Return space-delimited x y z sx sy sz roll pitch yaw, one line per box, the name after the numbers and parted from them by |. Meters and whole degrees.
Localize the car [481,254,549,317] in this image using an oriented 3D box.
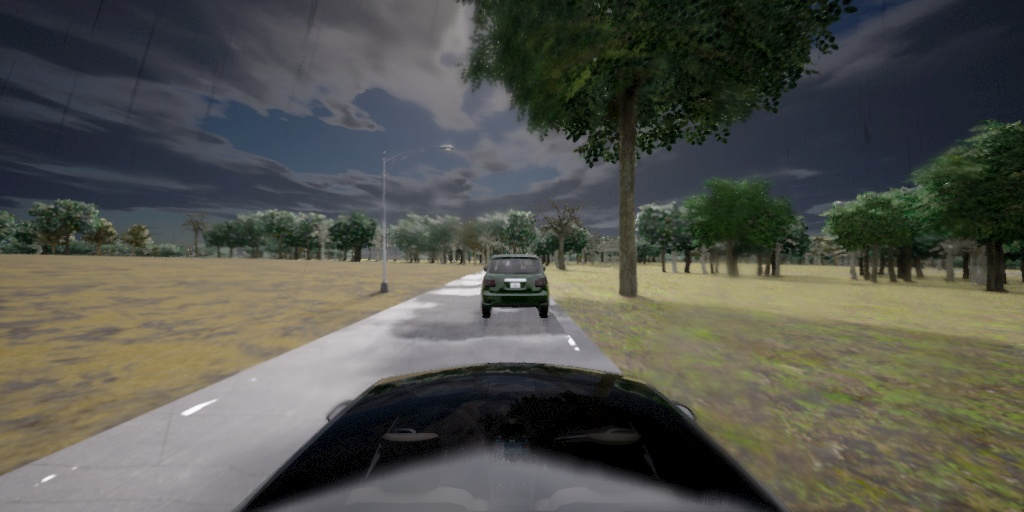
0.099 0.956 13.237 2.150 2.045 5.566 0 0 0 | car
